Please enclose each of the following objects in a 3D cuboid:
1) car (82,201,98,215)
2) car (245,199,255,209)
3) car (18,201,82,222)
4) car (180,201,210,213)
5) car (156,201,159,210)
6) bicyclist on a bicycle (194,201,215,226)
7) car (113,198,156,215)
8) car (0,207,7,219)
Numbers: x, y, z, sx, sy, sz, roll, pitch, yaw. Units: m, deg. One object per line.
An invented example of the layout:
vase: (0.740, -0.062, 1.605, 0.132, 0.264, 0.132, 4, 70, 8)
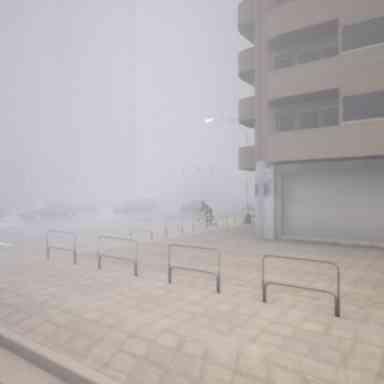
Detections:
car: (-12.223, 1.668, 34.666, 1.882, 1.535, 5.008, 0, 0, 35)
car: (9.140, 1.671, 45.464, 4.674, 1.442, 1.812, 0, 0, -43)
car: (-12.265, 1.679, 28.504, 1.837, 1.490, 4.892, 0, 0, 35)
car: (0.421, 1.725, 40.190, 1.994, 1.385, 4.181, 0, 0, 35)
car: (-6.366, 1.544, 42.967, 2.097, 1.767, 4.553, 0, 0, 35)
bicyclist on a bicycle: (0.833, 1.413, 21.968, 1.656, 1.620, 0.582, -1, 0, 35)
car: (-6.527, 1.681, 36.677, 1.837, 1.490, 4.892, 0, 0, 35)
car: (-17.680, 1.693, 26.918, 1.837, 1.490, 4.892, 0, 0, 36)
